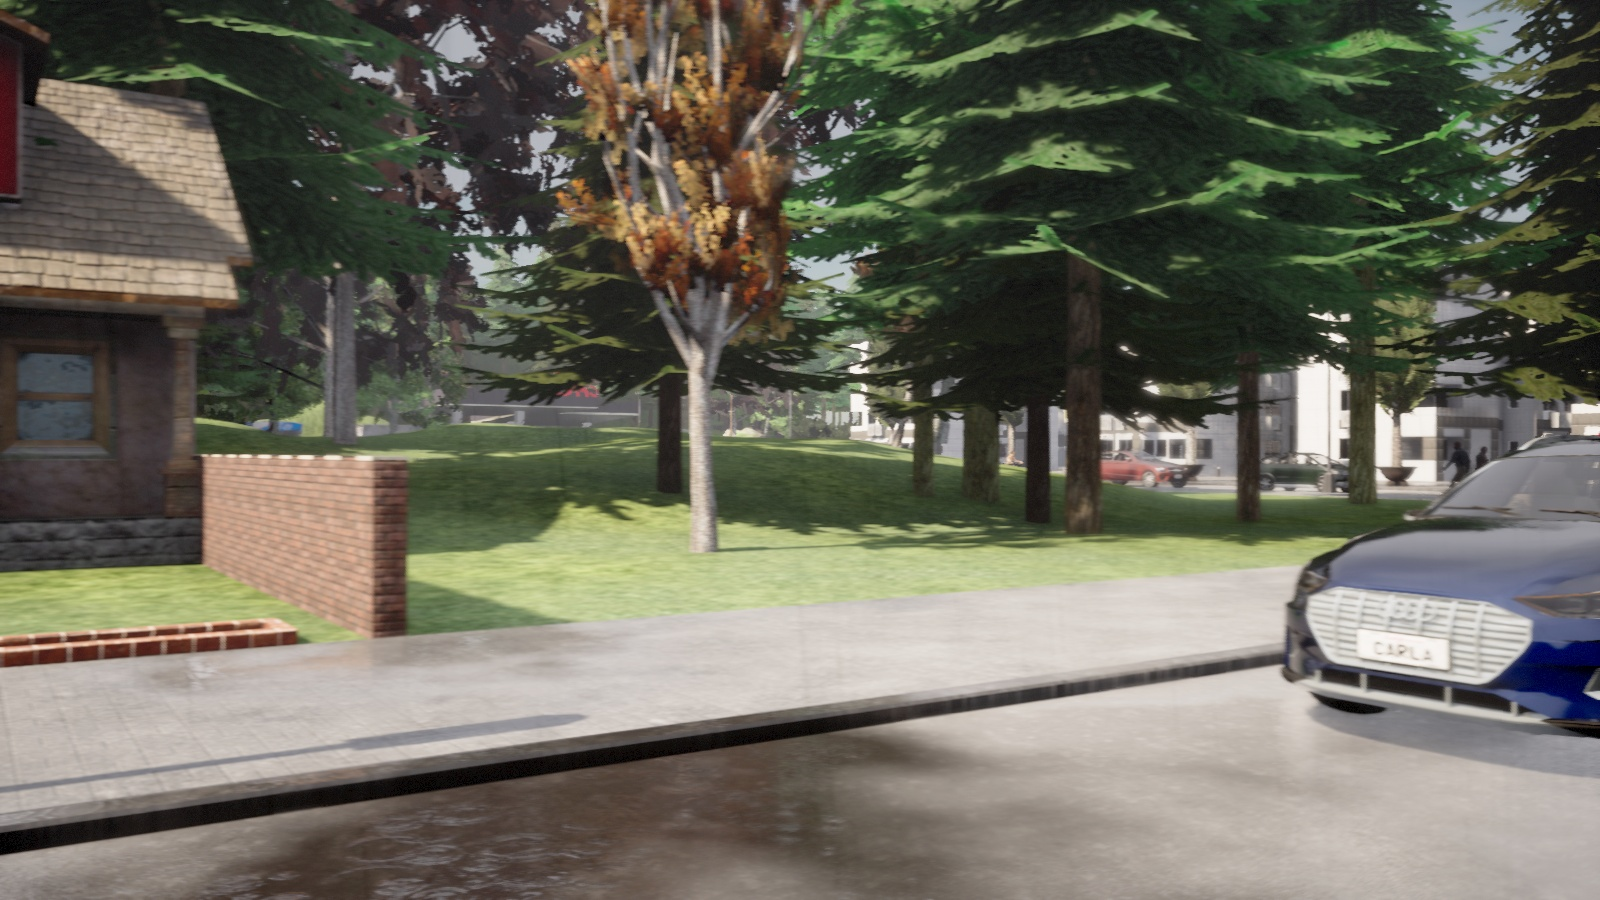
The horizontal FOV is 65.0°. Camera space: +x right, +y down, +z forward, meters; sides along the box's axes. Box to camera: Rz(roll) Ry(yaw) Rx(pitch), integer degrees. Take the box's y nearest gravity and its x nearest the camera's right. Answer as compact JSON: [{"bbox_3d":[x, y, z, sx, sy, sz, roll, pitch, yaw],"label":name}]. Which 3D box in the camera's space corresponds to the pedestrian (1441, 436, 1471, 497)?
[{"bbox_3d":[19.829,0.502,37.960,0.370,1.835,0.726,0,0,-31],"label":"pedestrian"}]

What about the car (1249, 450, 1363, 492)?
[{"bbox_3d":[19.435,0.796,48.358,1.789,1.549,3.705,0,0,-34],"label":"car"}]

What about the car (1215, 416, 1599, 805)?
[{"bbox_3d":[4.868,0.682,7.463,4.856,1.649,2.033,0,0,-34],"label":"car"}]

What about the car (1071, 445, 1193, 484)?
[{"bbox_3d":[14.617,0.622,55.568,2.152,1.651,5.027,0,0,-34],"label":"car"}]
